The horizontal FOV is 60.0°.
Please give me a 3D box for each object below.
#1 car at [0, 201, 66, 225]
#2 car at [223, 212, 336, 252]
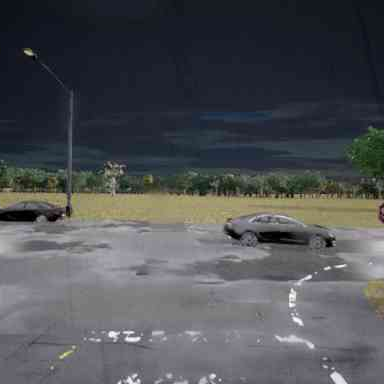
[{"bbox_3d":[-10.939,1.308,21.971,5.008,1.535,1.882,2,1,0],"label":"car"},{"bbox_3d":[3.832,1.705,14.876,4.902,1.511,2.128,3,0,0],"label":"car"}]
